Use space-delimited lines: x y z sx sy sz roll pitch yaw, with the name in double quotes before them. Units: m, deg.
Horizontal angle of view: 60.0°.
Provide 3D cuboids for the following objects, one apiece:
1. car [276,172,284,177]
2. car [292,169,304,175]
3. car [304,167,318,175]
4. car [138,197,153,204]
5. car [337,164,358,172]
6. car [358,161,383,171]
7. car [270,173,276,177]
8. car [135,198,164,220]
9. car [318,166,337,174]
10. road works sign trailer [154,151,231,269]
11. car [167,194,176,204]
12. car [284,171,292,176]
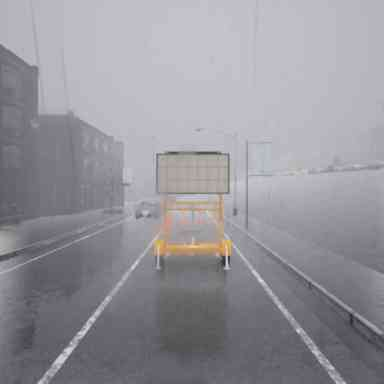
"car" 21.827 -3.978 77.246 2.231 1.521 4.892 0 1 -1
"car" 22.417 -3.779 66.168 2.097 1.535 5.008 0 1 -4
"car" 22.888 -3.803 60.662 2.185 1.767 4.553 0 1 -5
"car" -12.381 2.259 88.442 2.097 1.767 4.553 -1 -2 -32
"car" 24.215 -3.431 49.498 2.002 1.452 4.674 0 1 -7
"car" 25.023 -3.369 44.138 2.231 1.521 4.892 0 1 -9
"car" 21.696 -4.057 82.764 2.231 1.521 4.892 0 1 -1
"car" -3.613 1.480 28.164 2.128 1.511 4.902 0 0 0
"car" 23.511 -3.543 54.972 2.163 1.488 4.792 0 1 -6
"road works sign trailer" 0.034 0.460 11.070 2.380 3.560 2.880 0 0 1
"car" -4.681 1.484 69.157 2.150 2.045 5.566 0 -1 -12
"car" 22.063 -3.841 71.704 2.002 1.452 4.674 0 1 -3
